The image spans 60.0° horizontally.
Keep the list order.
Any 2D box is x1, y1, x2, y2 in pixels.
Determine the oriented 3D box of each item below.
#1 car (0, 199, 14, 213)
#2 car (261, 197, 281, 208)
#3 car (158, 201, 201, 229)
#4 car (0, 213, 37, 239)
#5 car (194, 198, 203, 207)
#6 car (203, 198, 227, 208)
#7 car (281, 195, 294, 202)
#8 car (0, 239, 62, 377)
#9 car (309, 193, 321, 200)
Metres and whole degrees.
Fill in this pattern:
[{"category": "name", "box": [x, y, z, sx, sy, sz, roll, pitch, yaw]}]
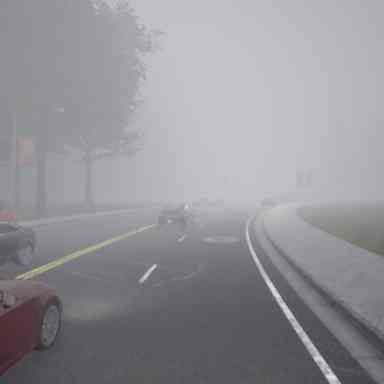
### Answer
[{"category": "car", "box": [-9.115, 1.287, 12.683, 2.150, 2.045, 5.566, 0, 0, 5]}, {"category": "car", "box": [11.978, 1.587, 51.458, 1.837, 1.490, 4.892, -1, 0, 24]}, {"category": "car", "box": [-0.969, 1.607, 22.832, 2.128, 1.511, 4.902, 0, 0, 10]}, {"category": "car", "box": [-6.142, 1.536, 8.979, 2.128, 1.511, 4.902, 0, 0, 5]}, {"category": "car", "box": [1.521, 1.673, 54.626, 1.882, 1.535, 5.008, -1, 0, 24]}, {"category": "car", "box": [3.952, 1.715, 52.113, 2.033, 1.411, 5.357, -1, 0, 23]}, {"category": "car", "box": [19.241, 1.356, 67.940, 1.812, 1.442, 4.674, -1, 0, 32]}, {"category": "car", "box": [-2.983, 1.540, 3.290, 1.812, 1.442, 4.674, 0, 0, 2]}, {"category": "car", "box": [31.415, 1.014, 84.919, 2.097, 1.767, 4.553, -1, 0, 37]}]
